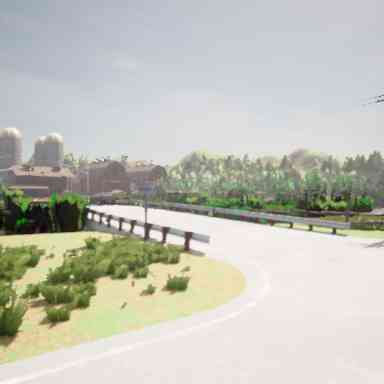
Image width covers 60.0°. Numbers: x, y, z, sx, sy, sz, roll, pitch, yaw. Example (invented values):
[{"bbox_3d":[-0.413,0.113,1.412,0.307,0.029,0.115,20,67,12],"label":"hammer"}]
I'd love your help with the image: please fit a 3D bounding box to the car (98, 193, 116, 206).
[{"bbox_3d":[-10.420,0.852,38.652,1.837,1.490,4.892,0,-1,-35],"label":"car"}]
